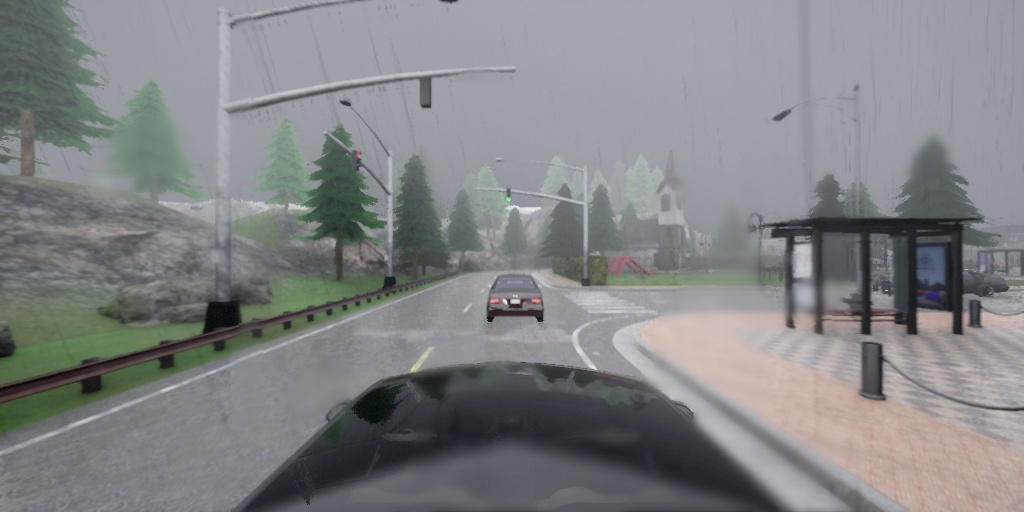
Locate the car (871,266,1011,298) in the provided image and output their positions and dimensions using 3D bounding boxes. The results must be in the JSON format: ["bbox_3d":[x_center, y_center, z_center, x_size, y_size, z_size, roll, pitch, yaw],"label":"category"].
[{"bbox_3d":[21.802,1.365,18.373,5.357,1.411,2.033,0,0,0],"label":"car"}]

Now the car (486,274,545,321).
[{"bbox_3d":[0.098,1.346,12.710,2.033,1.411,5.357,0,0,0],"label":"car"}]
